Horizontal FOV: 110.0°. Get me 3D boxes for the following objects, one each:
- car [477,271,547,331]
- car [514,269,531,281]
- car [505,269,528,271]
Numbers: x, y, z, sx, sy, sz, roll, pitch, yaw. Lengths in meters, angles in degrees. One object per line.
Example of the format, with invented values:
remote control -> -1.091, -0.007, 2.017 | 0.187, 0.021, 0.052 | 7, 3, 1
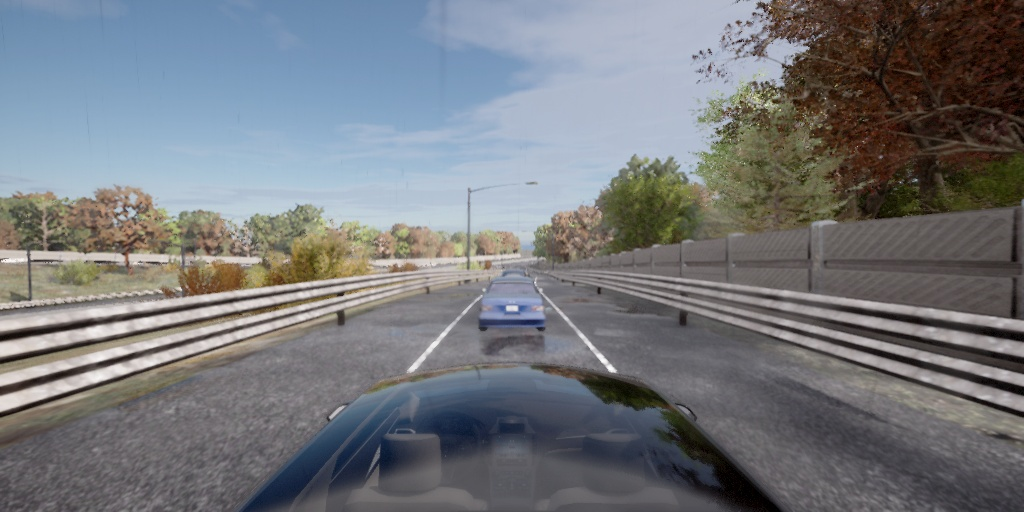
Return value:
car -> 0.013, 1.329, 11.027 | 2.033, 1.411, 5.357 | 0, -1, 0
car -> 1.565, 2.600, 49.278 | 2.128, 1.511, 4.902 | 0, -2, 4
car -> 0.099, 1.469, 19.277 | 1.812, 1.442, 4.674 | 0, -2, 1
